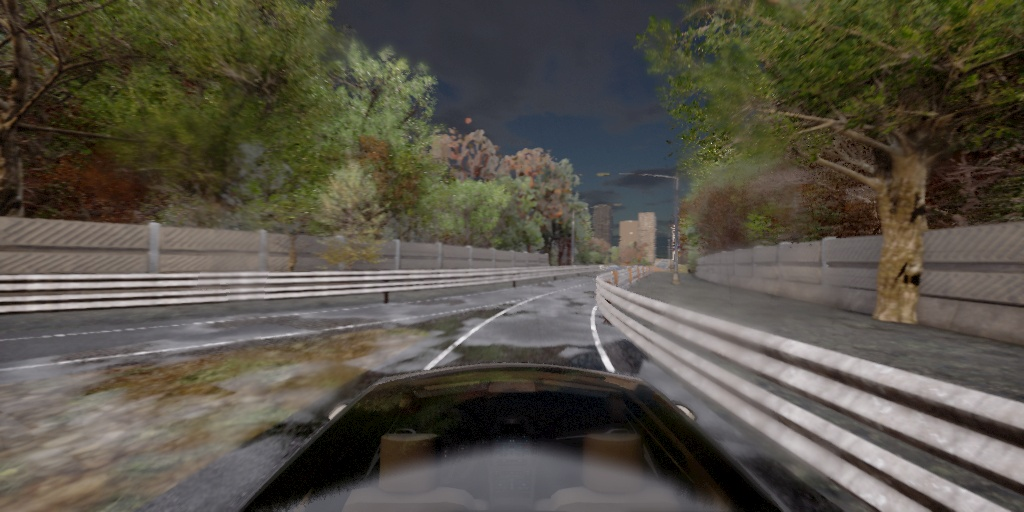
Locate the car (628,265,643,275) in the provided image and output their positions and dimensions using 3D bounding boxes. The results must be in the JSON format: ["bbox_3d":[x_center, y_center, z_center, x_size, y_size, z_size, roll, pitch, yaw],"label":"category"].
[{"bbox_3d":[20.375,2.255,59.591,1.882,1.535,5.008,1,-1,23],"label":"car"}]

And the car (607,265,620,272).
[{"bbox_3d":[17.148,2.241,60.368,1.812,1.442,4.674,1,-1,24],"label":"car"}]
